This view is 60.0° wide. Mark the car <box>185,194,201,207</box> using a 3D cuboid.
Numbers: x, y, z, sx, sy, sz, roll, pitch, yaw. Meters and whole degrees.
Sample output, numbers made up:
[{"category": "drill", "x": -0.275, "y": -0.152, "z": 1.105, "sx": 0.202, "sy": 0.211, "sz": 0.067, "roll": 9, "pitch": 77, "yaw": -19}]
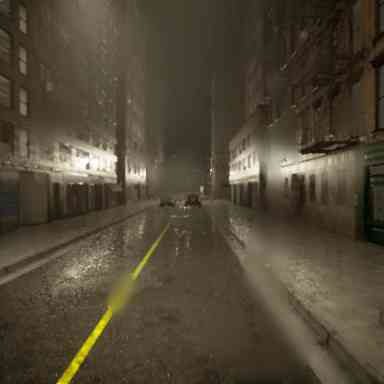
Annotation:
[{"category": "car", "x": 0.106, "y": 1.034, "z": 44.233, "sx": 2.097, "sy": 1.767, "sz": 4.553, "roll": 0, "pitch": 1, "yaw": 0}]

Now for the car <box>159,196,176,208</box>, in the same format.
[{"category": "car", "x": -3.038, "y": 1.240, "z": 42.581, "sx": 2.033, "sy": 1.411, "sz": 5.357, "roll": 0, "pitch": 0, "yaw": 1}]
